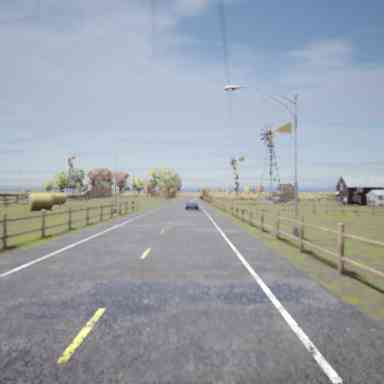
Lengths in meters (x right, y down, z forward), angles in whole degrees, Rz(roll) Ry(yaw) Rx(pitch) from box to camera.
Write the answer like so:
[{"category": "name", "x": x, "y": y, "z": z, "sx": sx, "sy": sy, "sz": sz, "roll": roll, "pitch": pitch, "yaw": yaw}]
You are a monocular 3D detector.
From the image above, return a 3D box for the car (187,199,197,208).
[{"category": "car", "x": -0.021, "y": 1.939, "z": 58.474, "sx": 1.812, "sy": 1.442, "sz": 4.674, "roll": 0, "pitch": 0, "yaw": 0}]

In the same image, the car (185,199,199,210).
[{"category": "car", "x": -0.017, "y": 1.906, "z": 48.469, "sx": 1.994, "sy": 1.385, "sz": 4.181, "roll": 0, "pitch": 0, "yaw": 0}]
